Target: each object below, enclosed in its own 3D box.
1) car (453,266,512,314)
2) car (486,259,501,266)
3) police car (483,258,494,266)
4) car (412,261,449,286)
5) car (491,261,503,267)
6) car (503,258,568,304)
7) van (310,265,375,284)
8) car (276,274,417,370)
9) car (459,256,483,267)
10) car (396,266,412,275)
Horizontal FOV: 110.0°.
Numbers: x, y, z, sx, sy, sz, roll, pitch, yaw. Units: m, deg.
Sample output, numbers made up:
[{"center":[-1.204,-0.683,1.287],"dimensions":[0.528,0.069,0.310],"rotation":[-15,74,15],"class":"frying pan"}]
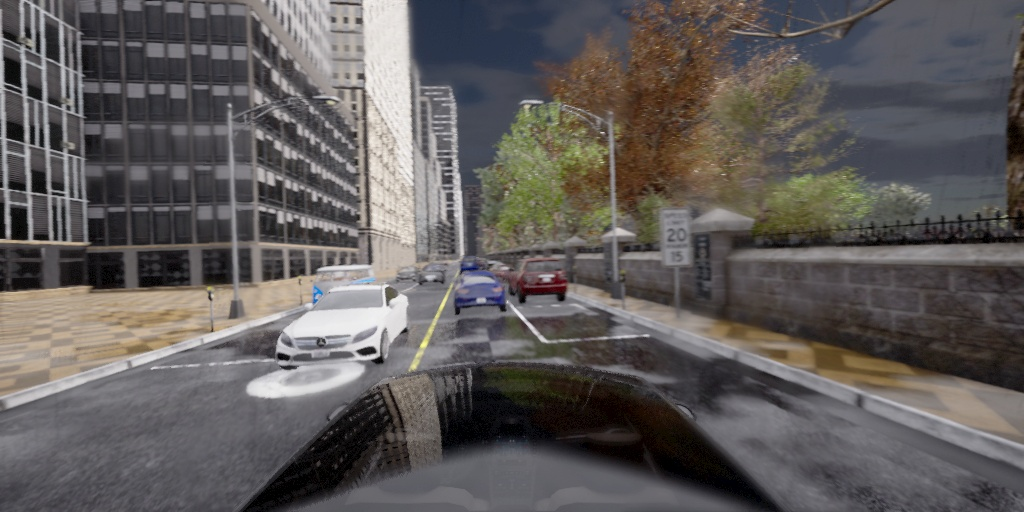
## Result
[{"center":[-1.311,1.297,14.051],"dimensions":[1.812,1.442,4.674],"rotation":[-2,0,-7],"class":"car"},{"center":[-1.132,1.256,33.112],"dimensions":[1.751,1.417,4.829],"rotation":[0,0,-7],"class":"car"},{"center":[-2.228,1.174,43.653],"dimensions":[1.930,1.638,5.238],"rotation":[-2,0,-7],"class":"police car"},{"center":[-6.024,1.398,27.517],"dimensions":[2.128,1.511,4.902],"rotation":[-2,0,-7],"class":"car"},{"center":[-0.386,1.298,27.365],"dimensions":[1.802,1.307,4.207],"rotation":[0,0,-7],"class":"car"},{"center":[1.064,1.002,16.209],"dimensions":[2.192,1.841,5.009],"rotation":[0,0,-7],"class":"car"},{"center":[-7.071,1.305,15.443],"dimensions":[1.690,1.789,3.998],"rotation":[0,0,-7],"class":"van"},{"center":[-3.546,1.384,8.379],"dimensions":[1.812,1.442,4.674],"rotation":[-2,0,-7],"class":"car"},{"center":[-4.852,1.066,41.009],"dimensions":[2.150,2.045,5.566],"rotation":[-2,0,-7],"class":"car"},{"center":[-9.246,1.558,32.185],"dimensions":[2.007,1.370,4.403],"rotation":[0,0,-7],"class":"car"}]
